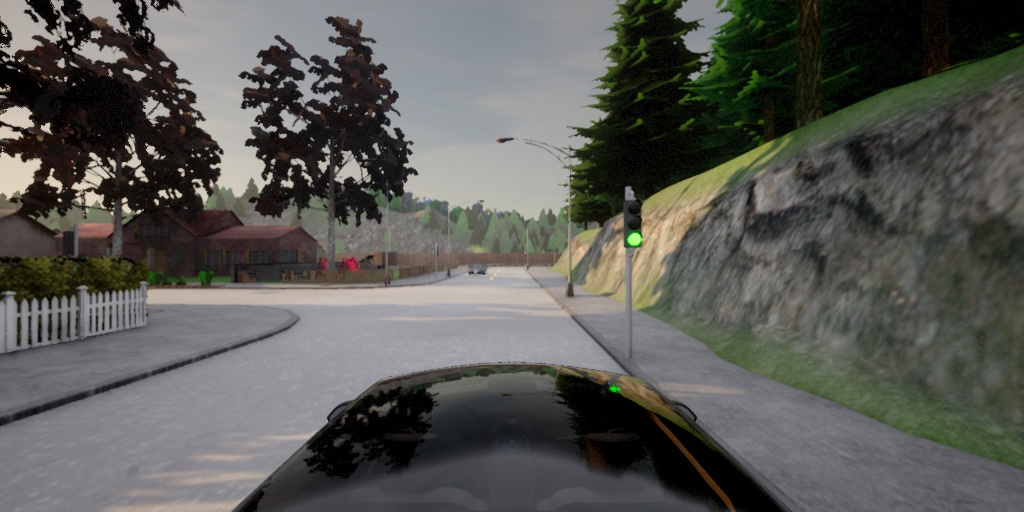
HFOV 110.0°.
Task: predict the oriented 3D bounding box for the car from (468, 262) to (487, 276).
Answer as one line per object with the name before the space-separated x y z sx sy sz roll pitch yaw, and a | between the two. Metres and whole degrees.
car | -3.948 1.522 41.793 2.128 1.511 4.902 0 1 0
